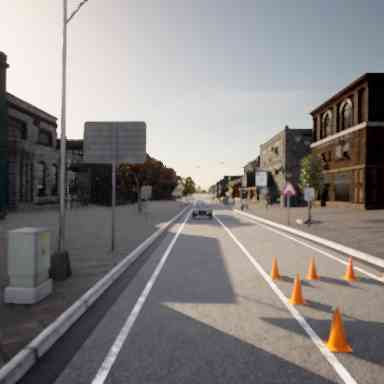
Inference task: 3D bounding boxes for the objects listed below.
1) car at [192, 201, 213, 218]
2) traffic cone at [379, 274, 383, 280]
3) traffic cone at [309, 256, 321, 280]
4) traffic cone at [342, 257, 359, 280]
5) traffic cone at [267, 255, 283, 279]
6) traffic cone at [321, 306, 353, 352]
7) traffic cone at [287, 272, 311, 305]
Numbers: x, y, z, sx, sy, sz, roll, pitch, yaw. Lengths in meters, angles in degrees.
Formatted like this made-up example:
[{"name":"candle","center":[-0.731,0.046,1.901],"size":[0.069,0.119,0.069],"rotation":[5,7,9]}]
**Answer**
[{"name":"car","center":[1.002,1.895,32.861],"size":[1.994,1.385,4.181],"rotation":[0,-3,1]},{"name":"traffic cone","center":[5.226,2.035,8.846],"size":[0.340,0.580,0.340],"rotation":[1,0,1]},{"name":"traffic cone","center":[3.226,2.010,8.888],"size":[0.340,0.580,0.340],"rotation":[1,0,1]},{"name":"traffic cone","center":[4.226,2.023,8.867],"size":[0.340,0.580,0.340],"rotation":[1,0,1]},{"name":"traffic cone","center":[2.227,1.997,8.909],"size":[0.340,0.580,0.340],"rotation":[1,0,1]},{"name":"traffic cone","center":[2.143,1.988,4.910],"size":[0.340,0.580,0.340],"rotation":[1,0,1]},{"name":"traffic cone","center":[2.185,1.991,6.910],"size":[0.340,0.580,0.340],"rotation":[1,0,1]}]
